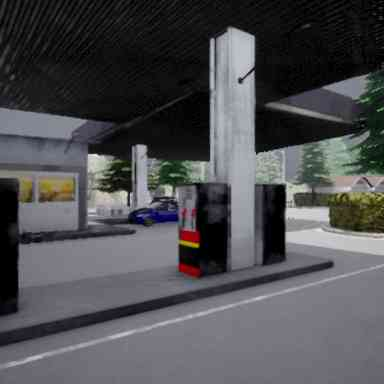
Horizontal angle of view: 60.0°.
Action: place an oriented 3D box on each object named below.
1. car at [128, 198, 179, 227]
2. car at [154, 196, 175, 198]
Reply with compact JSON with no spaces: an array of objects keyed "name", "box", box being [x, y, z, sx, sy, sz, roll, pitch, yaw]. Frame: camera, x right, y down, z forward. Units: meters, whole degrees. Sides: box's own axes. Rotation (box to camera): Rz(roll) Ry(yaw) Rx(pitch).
[{"name":"car","box":[-2.203,1.485,23.463,4.611,1.667,2.242,0,0,-36]},{"name":"car","box":[-2.004,1.320,30.592,3.866,1.878,1.905,0,0,-36]}]
